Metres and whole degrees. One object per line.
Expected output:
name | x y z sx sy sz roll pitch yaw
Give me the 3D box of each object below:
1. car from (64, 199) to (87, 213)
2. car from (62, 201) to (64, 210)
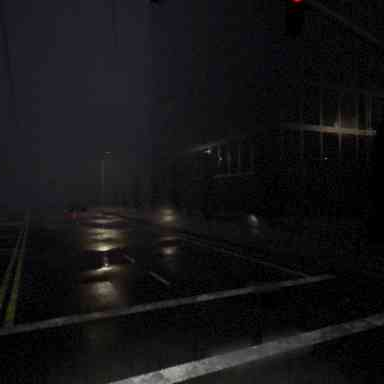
car | -13.870 1.720 40.259 2.128 1.511 4.902 -1 0 -25
car | -18.272 1.825 49.401 1.812 1.442 4.674 -1 0 -25
